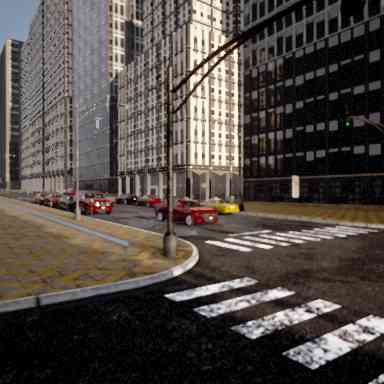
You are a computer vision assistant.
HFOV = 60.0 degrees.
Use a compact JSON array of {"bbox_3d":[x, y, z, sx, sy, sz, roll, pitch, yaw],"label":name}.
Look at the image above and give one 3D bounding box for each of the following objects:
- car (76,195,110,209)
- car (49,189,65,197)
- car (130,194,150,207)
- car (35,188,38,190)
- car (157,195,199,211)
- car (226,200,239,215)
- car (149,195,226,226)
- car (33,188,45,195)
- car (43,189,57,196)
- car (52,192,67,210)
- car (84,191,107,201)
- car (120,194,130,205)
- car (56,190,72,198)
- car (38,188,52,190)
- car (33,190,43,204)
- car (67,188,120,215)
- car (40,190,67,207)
[{"bbox_3d":[-10.411,0.979,34.686,1.895,1.301,4.718,0,1,-36],"label":"car"},{"bbox_3d":[-27.950,0.207,68.583,2.008,1.369,4.403,1,0,-36],"label":"car"},{"bbox_3d":[-4.774,0.969,36.798,1.802,1.307,4.206,1,0,-36],"label":"car"},{"bbox_3d":[-34.571,-0.111,77.665,1.967,1.590,4.097,1,0,-36],"label":"car"},{"bbox_3d":[-1.463,1.058,32.258,1.947,1.339,4.313,1,0,-36],"label":"car"},{"bbox_3d":[1.817,1.119,27.909,1.752,1.417,4.829,1,0,-36],"label":"car"},{"bbox_3d":[-0.448,1.172,21.006,1.882,1.535,5.008,0,1,-38],"label":"car"},{"bbox_3d":[-37.881,-0.215,82.205,1.967,1.590,4.097,1,0,-36],"label":"car"},{"bbox_3d":[-31.262,0.097,73.124,1.887,1.381,4.507,1,0,-36],"label":"car"},{"bbox_3d":[-11.540,0.983,31.854,1.947,1.339,4.313,1,0,-36],"label":"car"},{"bbox_3d":[-14.707,0.639,50.421,1.947,1.339,4.313,1,0,-36],"label":"car"},{"bbox_3d":[-8.086,0.848,41.339,1.947,1.339,4.313,1,0,-36],"label":"car"},{"bbox_3d":[-24.739,0.282,64.180,1.752,1.417,4.829,1,0,-36],"label":"car"},{"bbox_3d":[-20.731,0.553,49.001,2.128,1.511,4.902,0,1,-36],"label":"car"},{"bbox_3d":[-18.162,0.790,40.934,1.802,1.307,4.206,1,0,-36],"label":"car"},{"bbox_3d":[-8.224,0.838,27.312,2.192,1.841,5.009,1,0,-36],"label":"car"},{"bbox_3d":[-14.850,0.857,36.394,1.887,1.381,4.507,1,0,-36],"label":"car"}]
